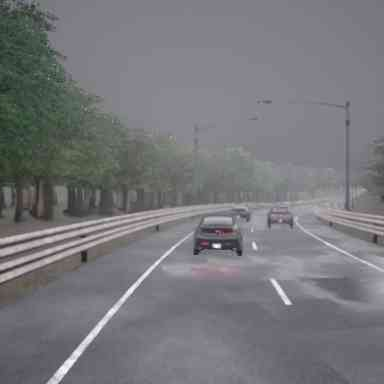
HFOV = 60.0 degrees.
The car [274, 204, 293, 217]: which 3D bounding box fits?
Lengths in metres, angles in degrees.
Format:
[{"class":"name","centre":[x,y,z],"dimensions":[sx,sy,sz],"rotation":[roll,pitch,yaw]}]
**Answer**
[{"class":"car","centre":[11.377,2.221,41.030],"dimensions":[1.837,1.490,4.892],"rotation":[0,-2,21]}]

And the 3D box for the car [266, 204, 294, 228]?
[{"class":"car","centre":[6.850,1.907,26.029],"dimensions":[2.128,1.511,4.902],"rotation":[0,-1,13]}]

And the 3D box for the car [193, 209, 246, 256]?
[{"class":"car","centre":[1.160,1.673,14.042],"dimensions":[1.837,1.490,4.892],"rotation":[0,-1,7]}]

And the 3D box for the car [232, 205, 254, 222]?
[{"class":"car","centre":[4.806,2.003,32.155],"dimensions":[1.837,1.490,4.892],"rotation":[0,-1,15]}]
